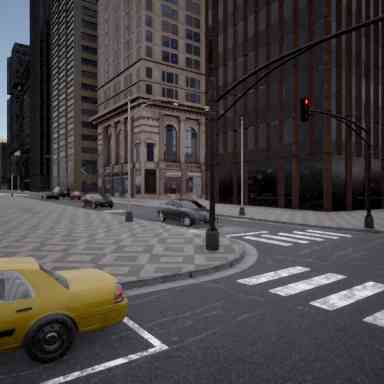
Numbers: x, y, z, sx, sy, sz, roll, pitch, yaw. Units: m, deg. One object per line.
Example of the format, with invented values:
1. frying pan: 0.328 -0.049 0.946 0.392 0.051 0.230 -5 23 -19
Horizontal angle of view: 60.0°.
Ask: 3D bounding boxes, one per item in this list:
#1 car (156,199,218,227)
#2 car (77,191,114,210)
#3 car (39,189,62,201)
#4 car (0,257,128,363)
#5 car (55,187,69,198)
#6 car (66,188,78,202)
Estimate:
1. car: -0.406 1.197 20.317 1.837 1.490 4.892 0 1 -36
2. car: -9.393 0.871 32.883 1.882 1.535 5.008 0 2 -36
3. car: -21.373 0.609 49.787 1.895 1.301 4.718 0 1 -36
4. car: -3.276 1.526 4.312 4.829 1.417 1.752 0 0 -35
5. car: -21.947 0.133 55.746 2.150 2.045 5.566 0 1 -36
6. car: -15.982 0.576 47.488 1.882 1.535 5.008 0 1 -35
